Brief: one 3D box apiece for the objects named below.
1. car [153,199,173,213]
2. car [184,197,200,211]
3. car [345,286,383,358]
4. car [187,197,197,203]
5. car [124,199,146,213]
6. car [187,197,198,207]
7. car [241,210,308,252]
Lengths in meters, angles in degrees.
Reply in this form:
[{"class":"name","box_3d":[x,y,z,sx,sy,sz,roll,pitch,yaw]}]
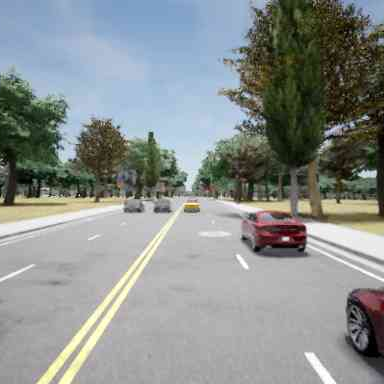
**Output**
[{"class":"car","box_3d":[-3.253,1.564,37.756,1.837,1.490,4.892,0,-1,0]},{"class":"car","box_3d":[0.000,1.519,40.690,1.801,1.575,5.366,0,0,0]},{"class":"car","box_3d":[3.251,1.504,3.033,2.163,1.488,4.792,0,0,0]},{"class":"car","box_3d":[0.004,1.748,73.649,2.033,1.411,5.357,0,0,0]},{"class":"car","box_3d":[-6.501,1.581,37.913,1.812,1.442,4.674,0,0,0]},{"class":"car","box_3d":[0.103,1.598,56.395,1.882,1.535,5.008,0,0,0]},{"class":"car","box_3d":[3.251,1.483,14.005,1.882,1.535,5.008,0,0,0]}]
